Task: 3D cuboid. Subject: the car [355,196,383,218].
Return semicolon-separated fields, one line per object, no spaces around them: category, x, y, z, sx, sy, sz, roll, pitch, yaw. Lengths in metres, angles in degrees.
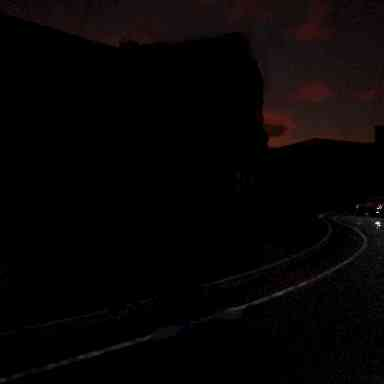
car;15.458;1.160;27.886;4.553;1.767;2.097;0;1;-43
